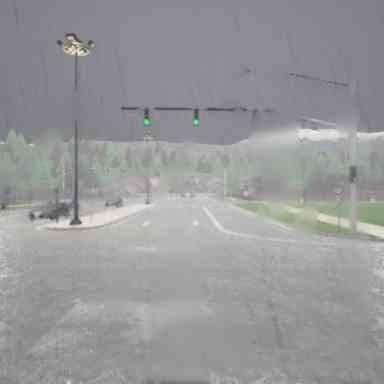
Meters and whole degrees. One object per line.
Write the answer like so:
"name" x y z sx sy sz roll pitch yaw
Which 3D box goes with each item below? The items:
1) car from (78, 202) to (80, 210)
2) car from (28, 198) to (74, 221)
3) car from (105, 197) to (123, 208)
"car" -15.044 1.520 40.491 1.812 1.442 4.674 0 0 0
"car" -11.573 1.486 27.280 2.128 1.511 4.902 0 0 0
"car" -11.489 1.490 49.239 2.128 1.511 4.902 0 0 0
